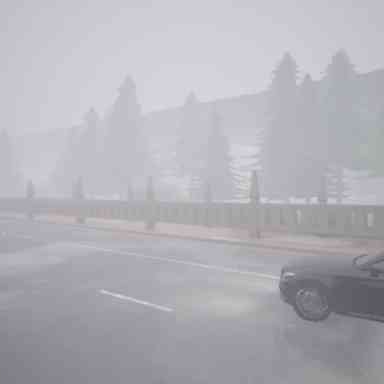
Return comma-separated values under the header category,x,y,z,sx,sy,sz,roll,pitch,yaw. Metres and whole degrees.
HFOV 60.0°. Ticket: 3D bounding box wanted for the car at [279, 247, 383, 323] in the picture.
category,x,y,z,sx,sy,sz,roll,pitch,yaw
car,3.829,1.525,5.561,4.674,1.442,1.812,0,0,36
